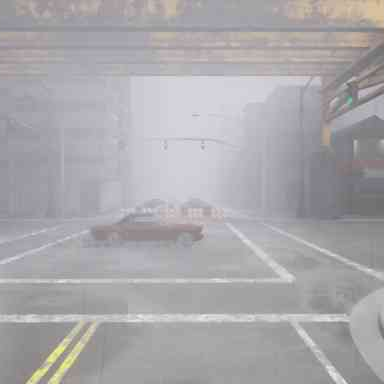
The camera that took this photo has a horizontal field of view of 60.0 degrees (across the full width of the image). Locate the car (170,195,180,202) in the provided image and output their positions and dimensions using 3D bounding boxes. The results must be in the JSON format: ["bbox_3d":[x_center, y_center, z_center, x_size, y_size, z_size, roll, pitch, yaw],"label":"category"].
[{"bbox_3d":[-3.290,1.295,66.348,1.853,1.218,4.536,0,0,0],"label":"car"}]

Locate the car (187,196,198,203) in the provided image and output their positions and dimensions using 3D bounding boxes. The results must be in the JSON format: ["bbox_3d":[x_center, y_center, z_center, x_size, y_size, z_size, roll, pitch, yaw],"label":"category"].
[{"bbox_3d":[0.142,1.295,57.826,1.853,1.218,4.536,0,0,0],"label":"car"}]

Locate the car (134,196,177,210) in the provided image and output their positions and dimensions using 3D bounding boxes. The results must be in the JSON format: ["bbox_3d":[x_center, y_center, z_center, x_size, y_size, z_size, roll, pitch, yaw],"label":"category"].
[{"bbox_3d":[-3.648,1.453,31.485,2.038,1.542,4.974,0,0,25],"label":"car"}]

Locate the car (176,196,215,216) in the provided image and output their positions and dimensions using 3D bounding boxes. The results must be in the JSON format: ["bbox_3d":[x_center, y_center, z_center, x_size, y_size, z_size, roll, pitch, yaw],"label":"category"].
[{"bbox_3d":[0.513,1.453,31.178,2.038,1.542,4.974,0,0,-20],"label":"car"}]

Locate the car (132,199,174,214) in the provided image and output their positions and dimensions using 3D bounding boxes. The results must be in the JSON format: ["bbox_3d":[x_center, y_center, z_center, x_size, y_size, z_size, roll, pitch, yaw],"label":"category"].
[{"bbox_3d":[-3.626,1.295,31.533,1.853,1.218,4.536,0,0,25],"label":"car"}]

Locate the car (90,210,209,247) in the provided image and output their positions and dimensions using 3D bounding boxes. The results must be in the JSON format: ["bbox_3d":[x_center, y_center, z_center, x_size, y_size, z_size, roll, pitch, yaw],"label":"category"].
[{"bbox_3d":[-1.793,1.601,14.406,4.718,1.301,1.895,0,0,0],"label":"car"}]

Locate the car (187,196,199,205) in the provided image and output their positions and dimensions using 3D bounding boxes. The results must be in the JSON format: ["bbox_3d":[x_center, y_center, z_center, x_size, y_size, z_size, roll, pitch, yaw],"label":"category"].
[{"bbox_3d":[0.142,1.453,57.775,2.038,1.542,4.974,0,0,0],"label":"car"}]

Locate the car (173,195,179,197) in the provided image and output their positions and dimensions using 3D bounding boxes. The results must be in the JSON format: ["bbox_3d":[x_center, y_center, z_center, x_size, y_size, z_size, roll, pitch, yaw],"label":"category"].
[{"bbox_3d":[-3.289,1.453,66.296,2.038,1.542,4.974,0,0,0],"label":"car"}]

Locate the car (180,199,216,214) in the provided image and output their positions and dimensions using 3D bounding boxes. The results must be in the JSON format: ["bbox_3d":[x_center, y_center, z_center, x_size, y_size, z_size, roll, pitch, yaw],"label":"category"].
[{"bbox_3d":[0.494,1.295,31.227,1.853,1.218,4.536,0,0,-20],"label":"car"}]
